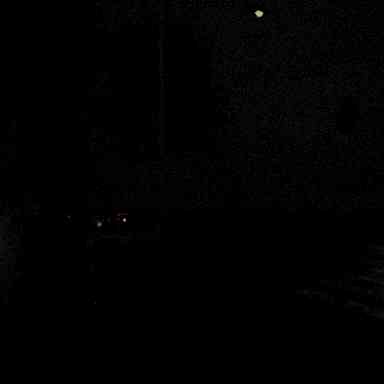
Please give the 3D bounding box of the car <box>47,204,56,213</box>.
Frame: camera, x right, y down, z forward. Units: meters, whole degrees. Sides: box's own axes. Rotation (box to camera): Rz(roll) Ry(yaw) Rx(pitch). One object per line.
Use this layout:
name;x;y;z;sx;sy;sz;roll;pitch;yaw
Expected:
car;-21.698;2.491;49.518;1.994;1.385;4.181;0;-1;-34

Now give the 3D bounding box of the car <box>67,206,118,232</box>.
car;-7.145;1.819;22.790;2.128;1.511;4.902;0;-1;-34

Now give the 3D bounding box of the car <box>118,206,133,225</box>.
car;-6.432;1.888;26.993;1.837;1.490;4.892;0;-1;-34

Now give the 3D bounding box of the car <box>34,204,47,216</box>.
car;-19.888;2.300;41.759;1.812;1.442;4.674;0;-1;-34
